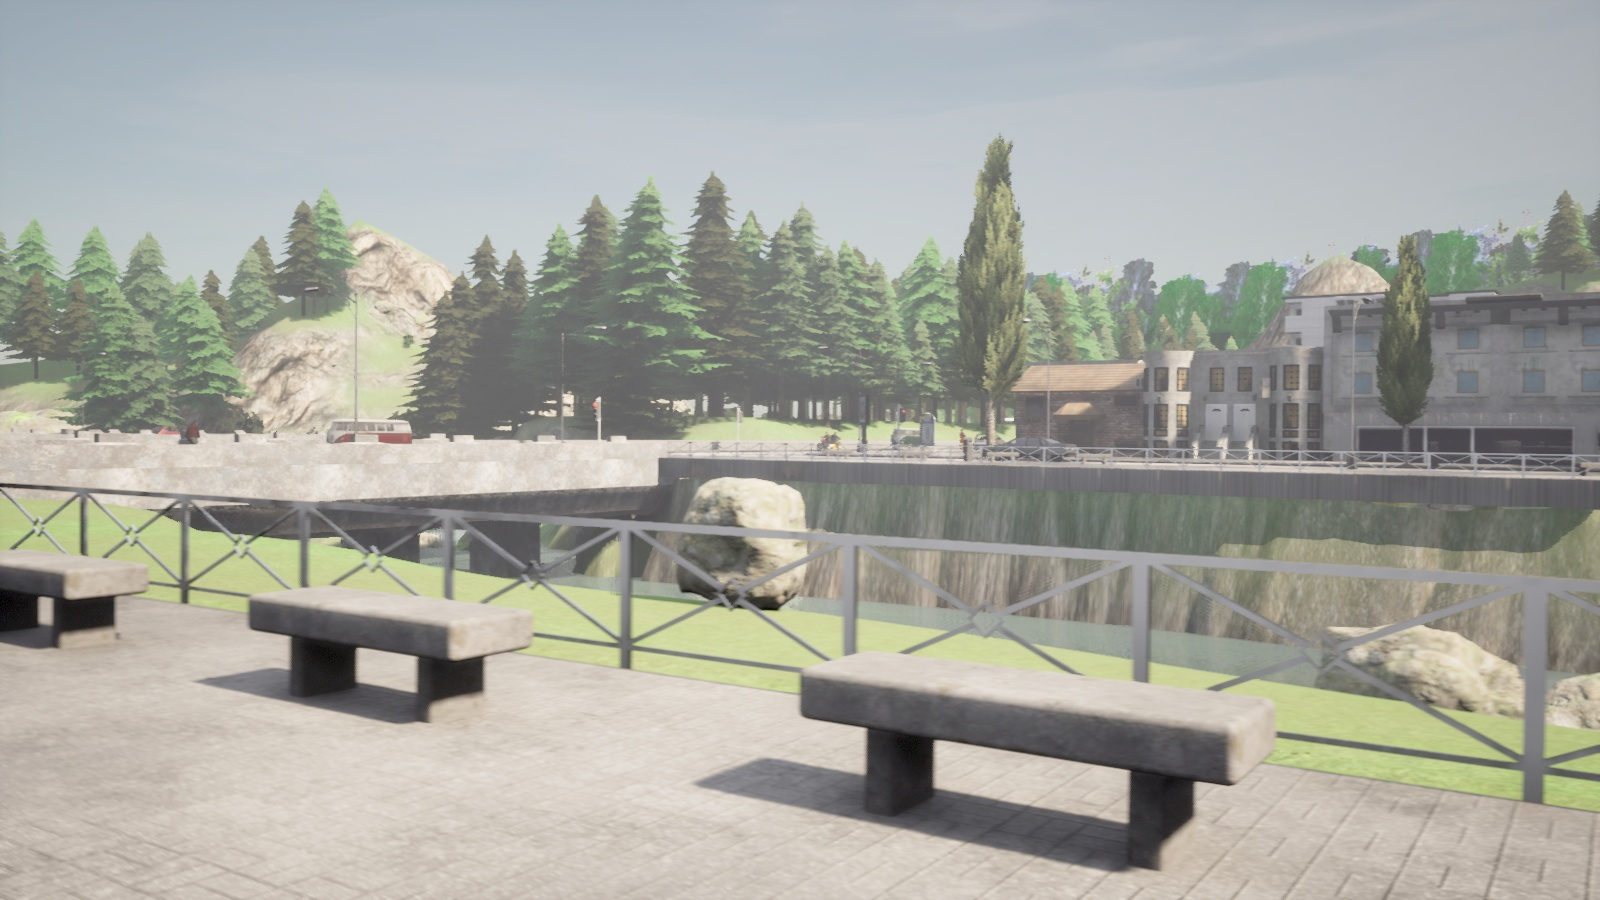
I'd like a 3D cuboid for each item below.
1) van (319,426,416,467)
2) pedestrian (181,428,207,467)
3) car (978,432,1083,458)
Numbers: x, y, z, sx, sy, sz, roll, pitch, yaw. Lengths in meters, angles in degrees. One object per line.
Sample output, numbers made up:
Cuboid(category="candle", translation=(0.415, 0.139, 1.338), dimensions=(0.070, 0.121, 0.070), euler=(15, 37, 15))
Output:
Cuboid(category="van", translation=(-21.725, -0.182, 63.209), dimensions=(1.775, 1.987, 4.442), euler=(0, 1, 34))
Cuboid(category="pedestrian", translation=(-29.354, -0.123, 60.819), dimensions=(0.634, 1.844, 0.899), euler=(0, 1, 21))
Cuboid(category="car", translation=(12.794, -0.289, 69.730), dimensions=(5.357, 1.411, 2.033), euler=(0, 1, 34))
